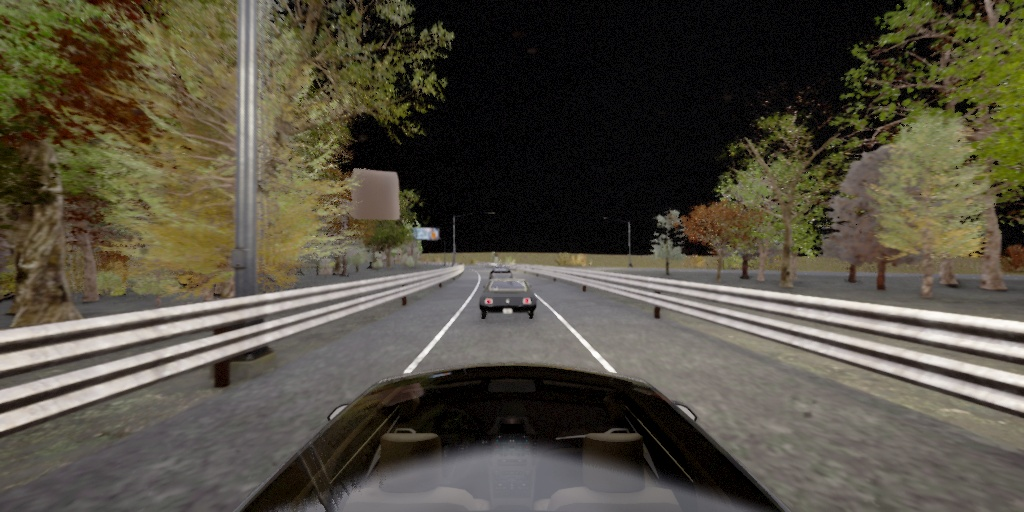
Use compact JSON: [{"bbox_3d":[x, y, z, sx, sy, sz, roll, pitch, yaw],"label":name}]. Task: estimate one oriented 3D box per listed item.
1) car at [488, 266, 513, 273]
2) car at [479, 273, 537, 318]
[{"bbox_3d":[-0.920,1.572,29.241,2.128,1.511,4.902,0,-1,-3],"label":"car"},{"bbox_3d":[-0.173,1.492,13.595,1.895,1.301,4.718,0,-1,-1],"label":"car"}]
